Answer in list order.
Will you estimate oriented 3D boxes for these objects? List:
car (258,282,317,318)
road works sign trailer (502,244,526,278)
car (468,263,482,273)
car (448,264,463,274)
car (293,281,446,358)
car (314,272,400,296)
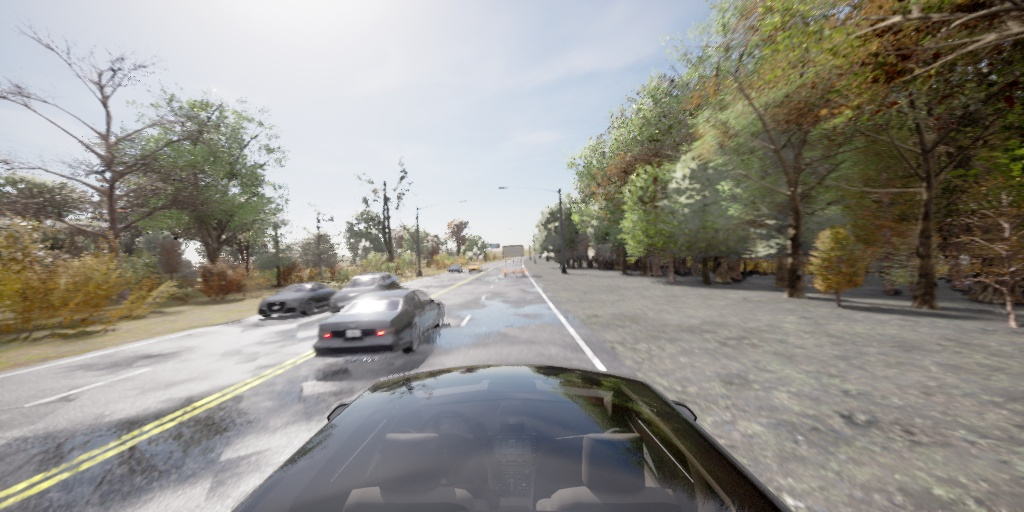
[{"bbox_3d":[-9.858,1.977,16.946,1.994,1.385,4.181,-3,0,-1],"label":"car"},{"bbox_3d":[0.278,0.502,39.894,2.380,3.560,2.880,0,0,1],"label":"road works sign trailer"},{"bbox_3d":[-6.068,1.899,58.848,1.882,1.535,5.008,-3,0,1],"label":"car"},{"bbox_3d":[-9.310,2.103,58.917,1.812,1.442,4.674,-3,0,1],"label":"car"},{"bbox_3d":[-3.142,1.589,9.629,2.033,1.411,5.357,-3,0,0],"label":"car"},{"bbox_3d":[-6.633,1.609,16.638,2.128,1.511,4.902,-4,6,0],"label":"car"}]
